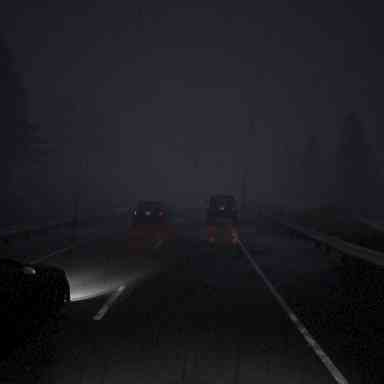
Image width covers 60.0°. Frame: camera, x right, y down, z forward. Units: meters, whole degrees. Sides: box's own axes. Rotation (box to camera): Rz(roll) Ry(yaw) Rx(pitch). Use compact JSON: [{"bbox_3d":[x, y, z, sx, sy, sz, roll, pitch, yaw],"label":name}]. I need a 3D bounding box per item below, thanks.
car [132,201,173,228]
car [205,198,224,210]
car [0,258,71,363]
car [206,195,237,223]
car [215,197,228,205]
[{"bbox_3d":[-2.539,1.348,22.364,2.097,1.767,4.553,0,0,4],"label":"car"},{"bbox_3d":[3.013,1.546,43.762,2.033,1.411,5.357,0,0,9],"label":"car"},{"bbox_3d":[-3.303,1.561,4.611,1.994,1.385,4.181,0,0,1],"label":"car"},{"bbox_3d":[2.273,1.225,25.420,2.150,2.045,5.566,0,0,5],"label":"car"},{"bbox_3d":[5.150,1.601,58.254,1.895,1.301,4.718,0,0,9],"label":"car"}]
